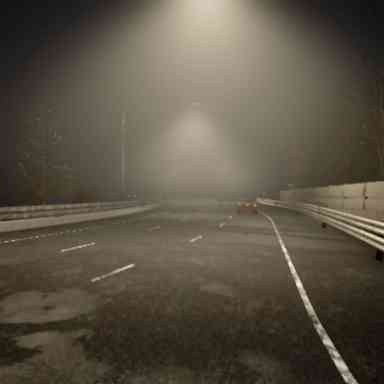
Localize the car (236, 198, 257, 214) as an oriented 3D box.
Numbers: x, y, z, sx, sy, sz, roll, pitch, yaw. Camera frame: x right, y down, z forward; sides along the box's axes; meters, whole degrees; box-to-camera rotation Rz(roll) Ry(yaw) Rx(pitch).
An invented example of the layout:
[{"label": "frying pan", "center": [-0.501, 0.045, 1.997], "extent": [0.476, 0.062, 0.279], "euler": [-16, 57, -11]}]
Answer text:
[{"label": "car", "center": [6.117, 1.467, 37.528], "extent": [2.097, 1.767, 4.553], "euler": [1, 0, 6]}]

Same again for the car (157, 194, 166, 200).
[{"label": "car", "center": [-8.592, 1.340, 90.054], "extent": [1.837, 1.490, 4.892], "euler": [1, 0, -25]}]
